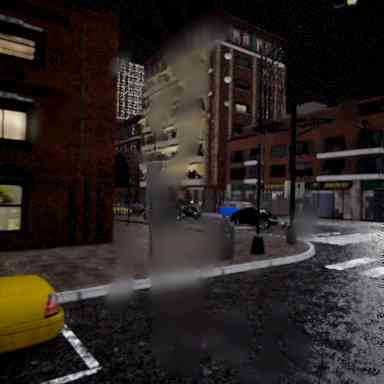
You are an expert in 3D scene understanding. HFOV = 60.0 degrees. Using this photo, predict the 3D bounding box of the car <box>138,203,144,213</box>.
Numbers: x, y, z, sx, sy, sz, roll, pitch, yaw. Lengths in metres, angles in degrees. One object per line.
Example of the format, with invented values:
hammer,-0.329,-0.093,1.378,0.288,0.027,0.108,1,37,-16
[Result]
car,-7.165,2.095,41.731,2.033,1.411,5.357,2,-2,-35

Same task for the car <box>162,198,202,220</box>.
car,-1.259,1.667,33.202,2.150,2.045,5.566,2,-2,-35

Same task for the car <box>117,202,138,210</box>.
car,-11.165,2.438,57.634,1.947,1.339,4.313,1,-1,-35

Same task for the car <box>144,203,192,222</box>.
car,-2.294,1.915,30.120,1.947,1.339,4.313,1,-1,-35

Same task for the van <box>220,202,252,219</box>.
van,4.596,1.938,34.891,1.690,1.788,3.998,1,-1,-35

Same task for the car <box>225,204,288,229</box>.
car,4.810,1.866,24.427,1.812,1.442,4.674,2,-2,-35

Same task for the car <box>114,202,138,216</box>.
car,-8.500,1.982,39.080,1.752,1.417,4.829,1,-1,-35

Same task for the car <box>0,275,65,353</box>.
car,-4.074,1.511,3.805,4.829,1.417,1.752,1,1,-36
